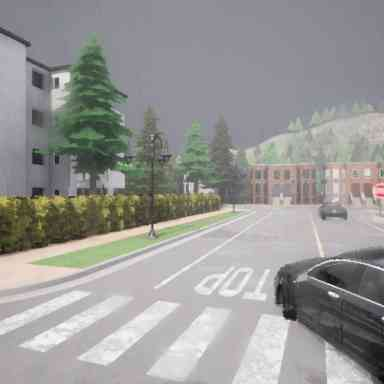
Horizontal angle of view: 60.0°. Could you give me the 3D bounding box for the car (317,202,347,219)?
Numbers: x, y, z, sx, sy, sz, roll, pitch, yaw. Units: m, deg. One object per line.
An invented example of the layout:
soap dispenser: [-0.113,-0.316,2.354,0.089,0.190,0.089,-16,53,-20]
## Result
car: [12.039,1.553,28.739,1.994,1.385,4.181,0,0,15]

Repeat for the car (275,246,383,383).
car: [2.794,1.519,4.604,1.837,1.490,4.892,-5,1,-11]
